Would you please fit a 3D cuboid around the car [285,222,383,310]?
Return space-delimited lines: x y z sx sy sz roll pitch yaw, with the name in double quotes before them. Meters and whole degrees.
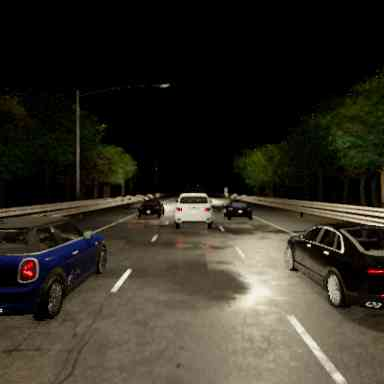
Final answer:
"car" 3.600 1.464 7.703 1.837 1.490 4.892 0 0 0

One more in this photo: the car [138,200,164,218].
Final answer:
"car" -3.400 1.373 28.325 1.812 1.442 4.674 0 0 0

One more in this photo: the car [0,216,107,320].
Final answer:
"car" -3.400 1.312 7.384 2.097 1.767 4.553 0 0 0

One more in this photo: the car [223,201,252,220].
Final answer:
"car" 3.599 1.420 26.800 1.994 1.385 4.181 0 0 0

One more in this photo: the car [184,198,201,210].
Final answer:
"car" 0.099 1.386 39.511 1.895 1.301 4.718 0 0 0

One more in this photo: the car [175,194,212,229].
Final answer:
"car" 0.101 1.109 21.053 2.150 2.045 5.566 0 0 0
